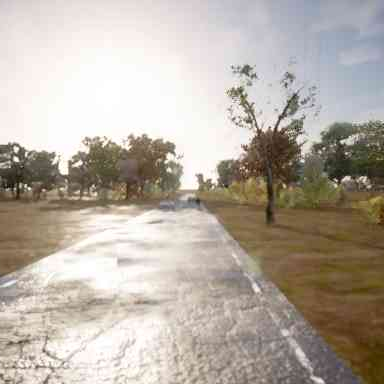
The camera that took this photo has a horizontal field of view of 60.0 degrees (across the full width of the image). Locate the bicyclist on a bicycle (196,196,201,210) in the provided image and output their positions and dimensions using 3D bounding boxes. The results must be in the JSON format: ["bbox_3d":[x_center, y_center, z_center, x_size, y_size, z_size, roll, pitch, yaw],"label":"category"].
[{"bbox_3d":[0.827,1.397,40.873,0.659,1.776,1.843,0,0,0],"label":"bicyclist on a bicycle"}]

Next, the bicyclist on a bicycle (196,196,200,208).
[{"bbox_3d":[0.828,1.481,49.687,0.582,1.620,1.656,0,0,0],"label":"bicyclist on a bicycle"}]

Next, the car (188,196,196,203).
[{"bbox_3d":[0.004,1.552,70.349,2.128,1.511,4.902,0,0,0],"label":"car"}]

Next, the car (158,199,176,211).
[{"bbox_3d":[-3.084,1.590,41.239,1.994,1.385,4.181,0,0,0],"label":"car"}]
